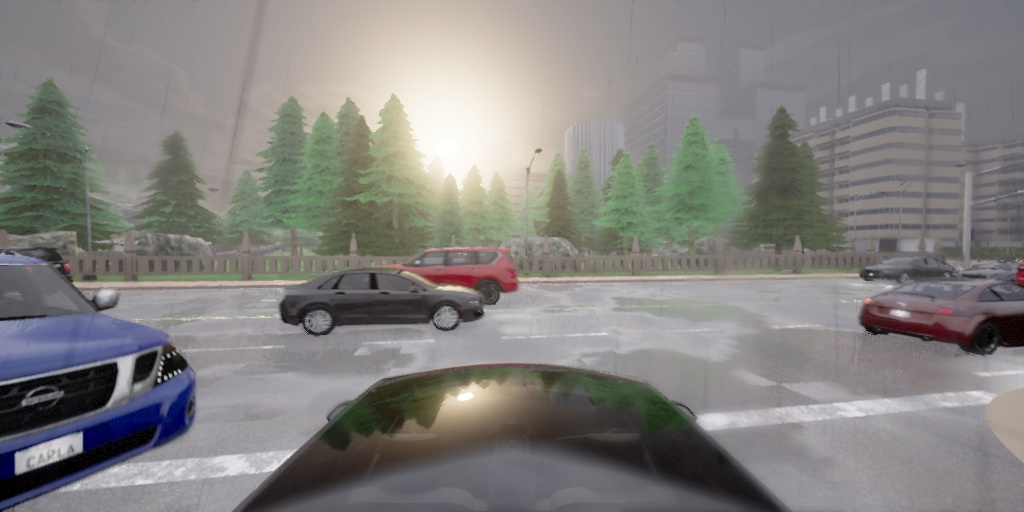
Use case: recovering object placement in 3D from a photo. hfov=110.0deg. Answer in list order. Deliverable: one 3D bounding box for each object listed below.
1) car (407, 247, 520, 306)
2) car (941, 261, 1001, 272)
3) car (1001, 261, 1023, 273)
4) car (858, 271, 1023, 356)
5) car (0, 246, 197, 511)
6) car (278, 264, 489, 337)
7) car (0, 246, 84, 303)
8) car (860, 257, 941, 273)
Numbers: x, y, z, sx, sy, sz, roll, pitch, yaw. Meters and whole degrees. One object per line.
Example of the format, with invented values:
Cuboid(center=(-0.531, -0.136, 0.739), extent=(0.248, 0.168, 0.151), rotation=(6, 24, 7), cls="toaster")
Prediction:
Cuboid(center=(-2.500, 0.687, 13.101), extent=(5.566, 2.045, 2.150), rotation=(0, 1, -9), cls="car")
Cuboid(center=(23.854, 0.950, 17.317), extent=(4.181, 1.385, 1.994), rotation=(0, 1, -9), cls="car")
Cuboid(center=(22.003, 0.708, 13.289), extent=(5.566, 2.045, 2.150), rotation=(0, 1, -9), cls="car")
Cuboid(center=(10.134, 1.178, 7.848), extent=(4.181, 1.385, 1.994), rotation=(0, 1, -9), cls="car")
Cuboid(center=(-5.698, 0.936, 3.260), extent=(5.566, 2.045, 2.150), rotation=(1, 0, 18), cls="car")
Cuboid(center=(-3.177, 1.069, 9.253), extent=(4.892, 1.490, 1.837), rotation=(0, 1, -9), cls="car")
Cuboid(center=(-20.781, 0.652, 13.710), extent=(5.566, 2.045, 2.150), rotation=(0, 2, -9), cls="car")
Cuboid(center=(22.782, 0.804, 20.688), extent=(4.892, 1.490, 1.837), rotation=(0, 1, -9), cls="car")
